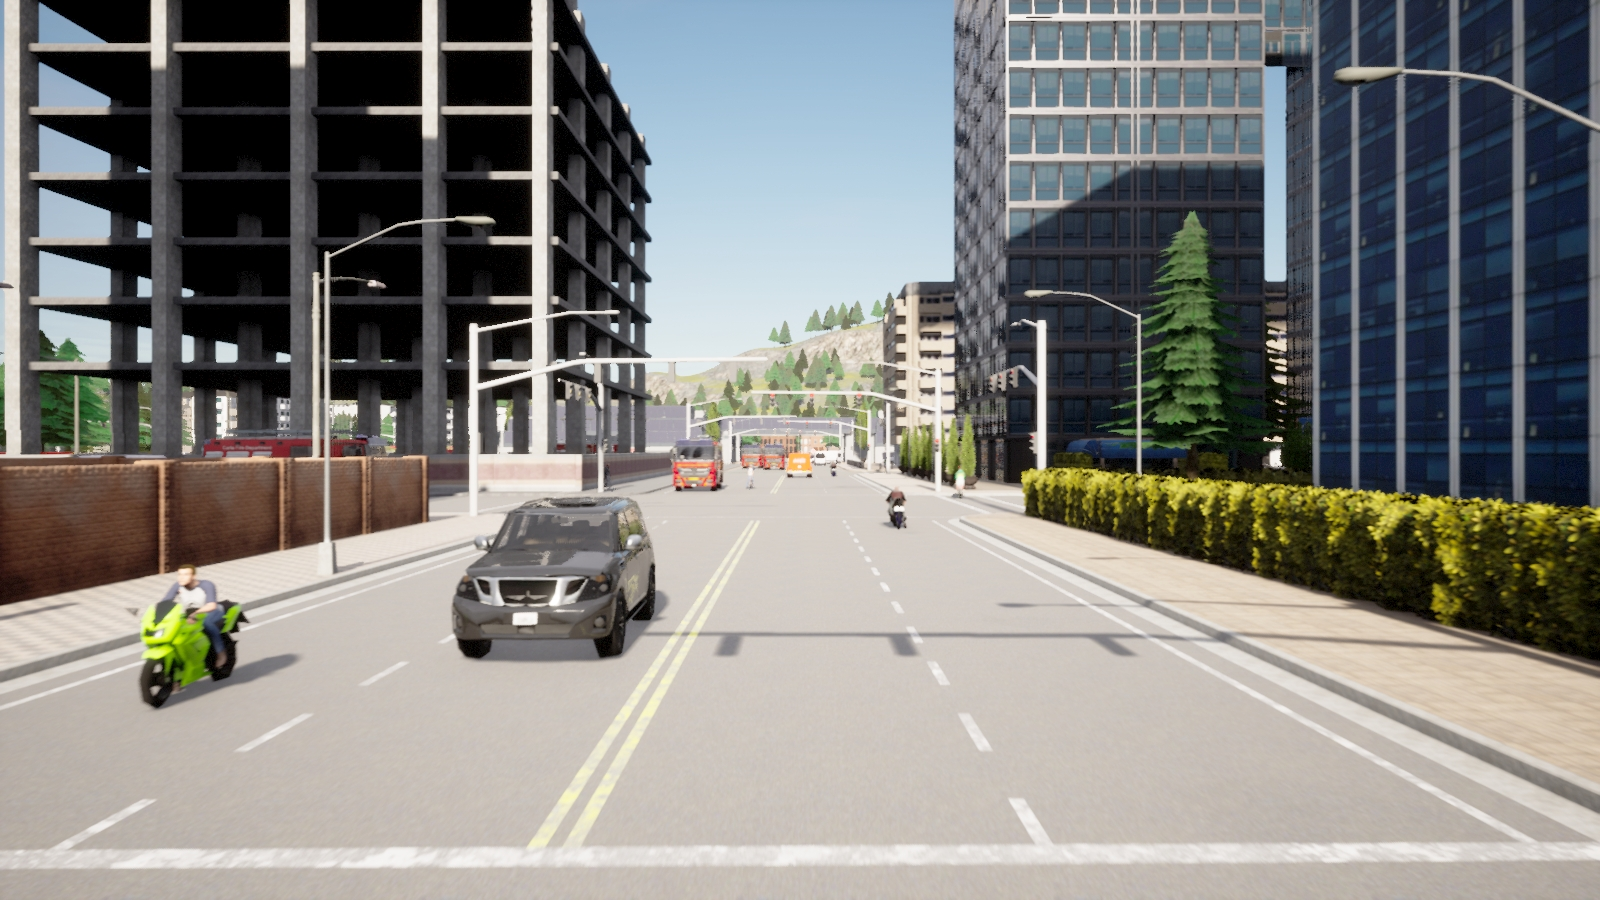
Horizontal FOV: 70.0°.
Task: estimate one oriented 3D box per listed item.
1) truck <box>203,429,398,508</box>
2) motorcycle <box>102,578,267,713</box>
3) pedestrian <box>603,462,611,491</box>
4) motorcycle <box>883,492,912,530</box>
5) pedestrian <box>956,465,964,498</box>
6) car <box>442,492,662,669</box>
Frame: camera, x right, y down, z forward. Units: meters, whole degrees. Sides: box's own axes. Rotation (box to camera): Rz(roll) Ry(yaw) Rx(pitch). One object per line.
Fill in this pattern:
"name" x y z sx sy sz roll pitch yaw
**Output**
"truck" -24.741 0.878 56.849 8.468 3.827 2.891 0 0 0
"motorcycle" -7.003 2.183 13.128 0.803 1.199 2.033 0 0 0
"pedestrian" -12.296 1.668 72.726 0.375 1.860 0.375 0 0 42
"motorcycle" 3.493 2.182 41.254 0.867 1.251 2.209 0 0 0
"pedestrian" 9.160 1.810 65.469 0.375 1.860 0.375 0 0 1
"car" -3.504 1.772 17.390 2.150 2.045 5.566 0 0 0
